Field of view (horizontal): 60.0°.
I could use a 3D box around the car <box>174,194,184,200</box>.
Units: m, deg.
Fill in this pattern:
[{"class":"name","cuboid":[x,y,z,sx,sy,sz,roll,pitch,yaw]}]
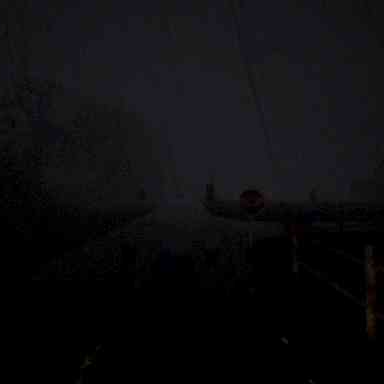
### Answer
[{"class":"car","cuboid":[-2.767,1.066,71.993,1.994,1.385,4.181,0,0,0]}]
